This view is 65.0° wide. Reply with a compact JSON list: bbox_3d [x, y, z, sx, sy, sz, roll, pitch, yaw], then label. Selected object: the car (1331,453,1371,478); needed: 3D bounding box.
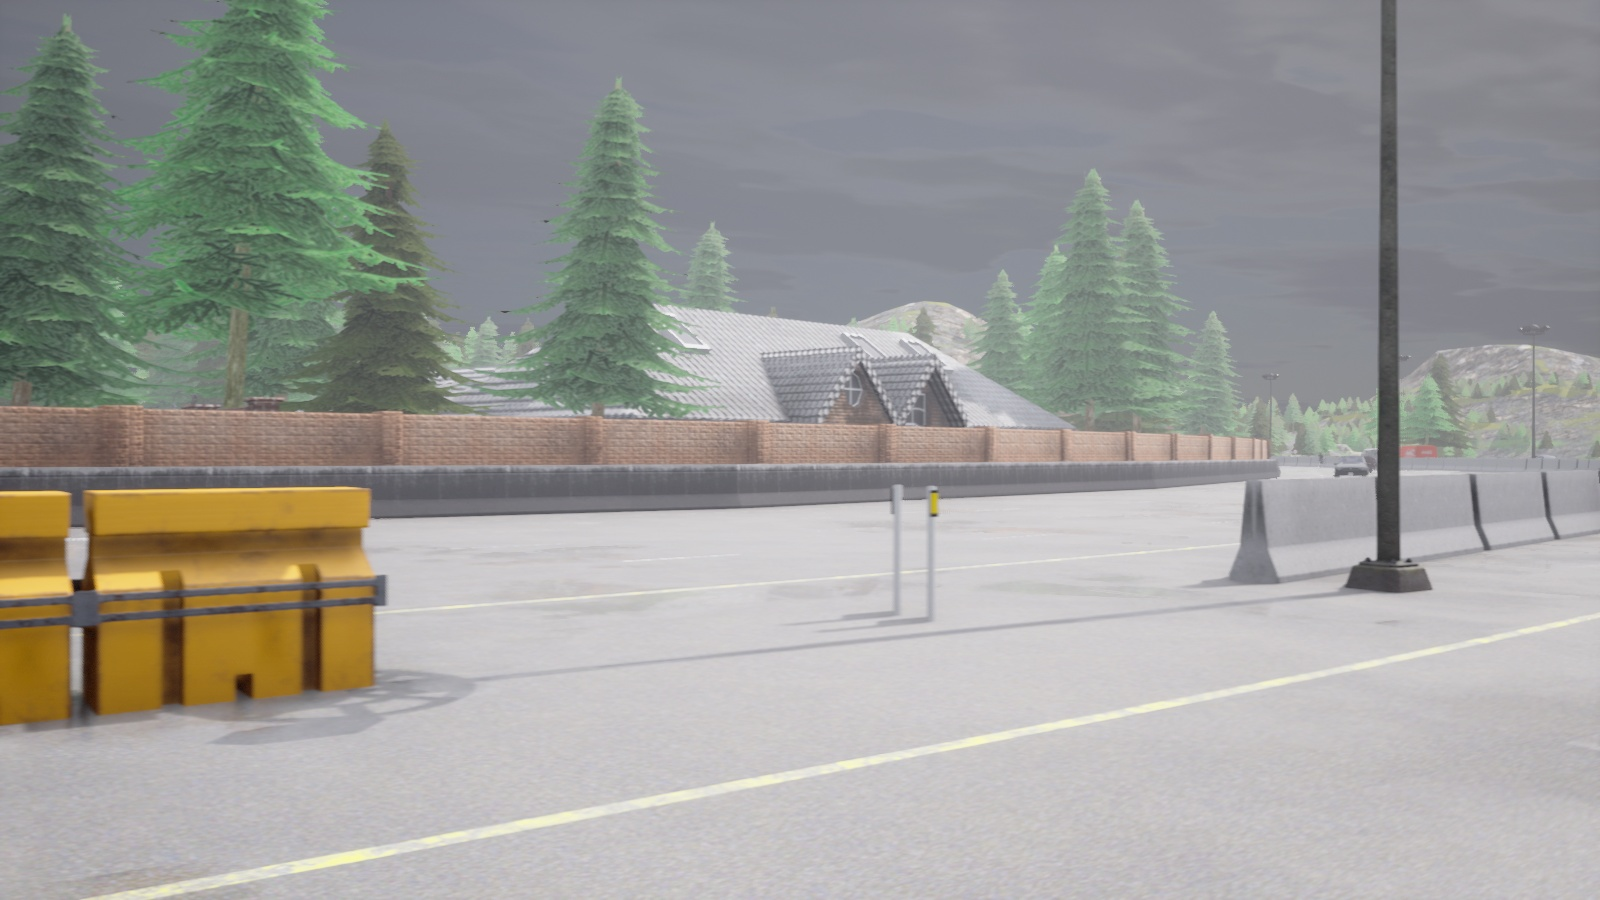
[{"bbox_3d":[33.365,0.910,75.923,2.033,1.411,5.357,0,0,26],"label":"car"}]
